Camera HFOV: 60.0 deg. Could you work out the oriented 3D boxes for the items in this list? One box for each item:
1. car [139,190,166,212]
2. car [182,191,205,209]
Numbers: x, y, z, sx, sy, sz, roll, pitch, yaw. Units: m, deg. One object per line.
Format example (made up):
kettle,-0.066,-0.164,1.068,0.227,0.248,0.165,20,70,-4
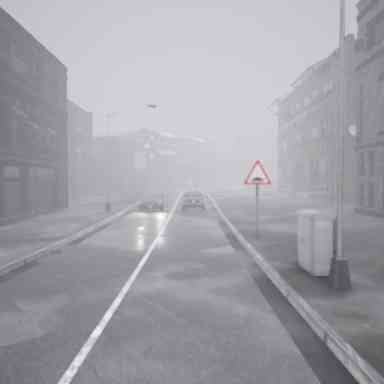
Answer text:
car,-3.084,0.616,26.732,1.812,1.442,4.674,0,5,0
car,0.110,0.597,27.955,2.033,1.411,5.357,0,4,0
